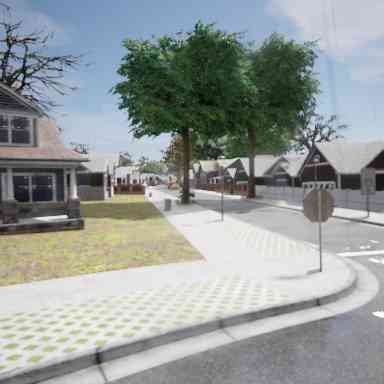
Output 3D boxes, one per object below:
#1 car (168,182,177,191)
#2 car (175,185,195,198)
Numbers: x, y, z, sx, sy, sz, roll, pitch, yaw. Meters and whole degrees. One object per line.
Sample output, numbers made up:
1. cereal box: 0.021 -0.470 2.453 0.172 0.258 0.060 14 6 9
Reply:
1. car: -4.438 -1.202 86.811 1.882 1.535 5.008 -2 2 -9
2. car: -0.858 0.129 51.073 2.033 1.411 5.357 -2 2 -10
